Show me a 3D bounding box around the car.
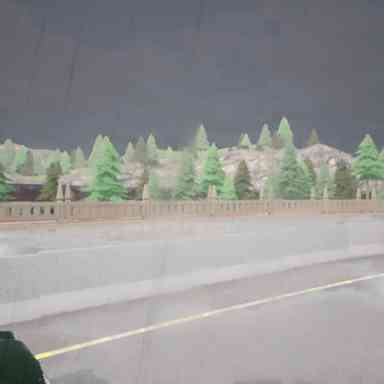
[{"bbox_3d":[-3.071,1.600,1.447,4.718,1.301,1.895,0,0,-36],"label":"car"}]
